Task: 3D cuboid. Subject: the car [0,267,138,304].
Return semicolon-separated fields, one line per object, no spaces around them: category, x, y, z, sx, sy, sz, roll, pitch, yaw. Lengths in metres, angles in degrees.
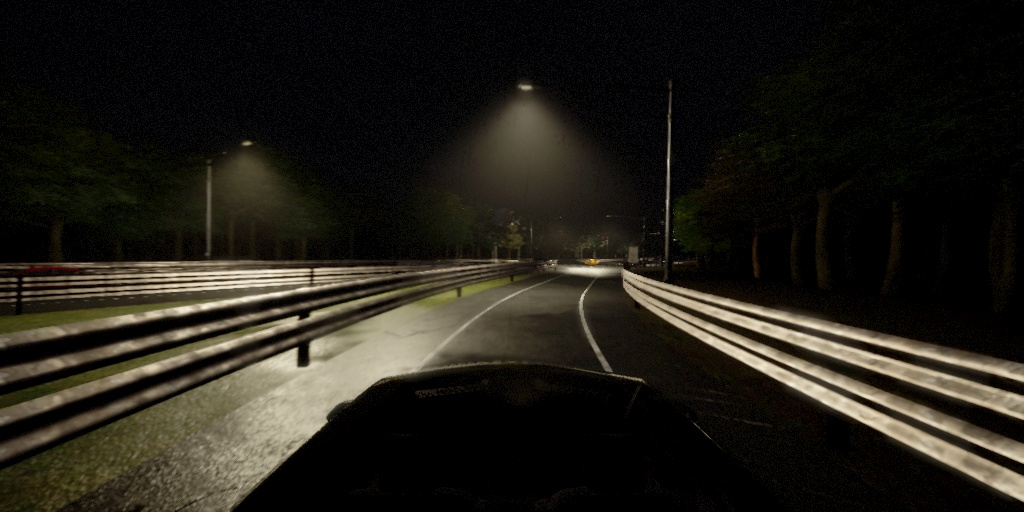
car;-21.041;1.241;16.761;1.882;1.535;5.008;1;0;31

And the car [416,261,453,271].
car;-7.984;1.289;38.200;2.128;1.511;4.902;1;0;31

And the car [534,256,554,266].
car;5.552;1.074;60.458;2.150;2.045;5.566;-1;-1;31
